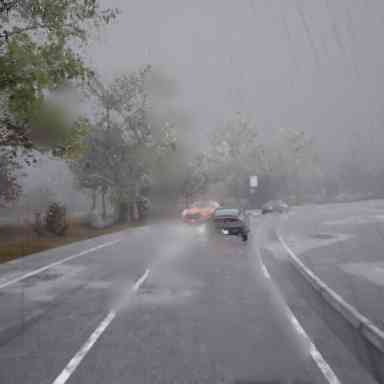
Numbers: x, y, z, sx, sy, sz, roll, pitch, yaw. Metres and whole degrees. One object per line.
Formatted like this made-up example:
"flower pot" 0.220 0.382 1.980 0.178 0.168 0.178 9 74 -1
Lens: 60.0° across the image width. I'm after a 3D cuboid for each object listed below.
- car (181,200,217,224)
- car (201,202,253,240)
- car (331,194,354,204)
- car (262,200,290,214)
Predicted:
"car" 0.845 1.426 25.121 2.097 1.767 4.553 -2 -1 21
"car" 1.961 1.490 16.879 1.837 1.490 4.892 -2 0 12
"car" 25.658 1.130 56.770 4.892 1.490 1.837 -2 -4 -33
"car" 8.421 1.473 33.376 1.994 1.385 4.181 -3 -1 29
